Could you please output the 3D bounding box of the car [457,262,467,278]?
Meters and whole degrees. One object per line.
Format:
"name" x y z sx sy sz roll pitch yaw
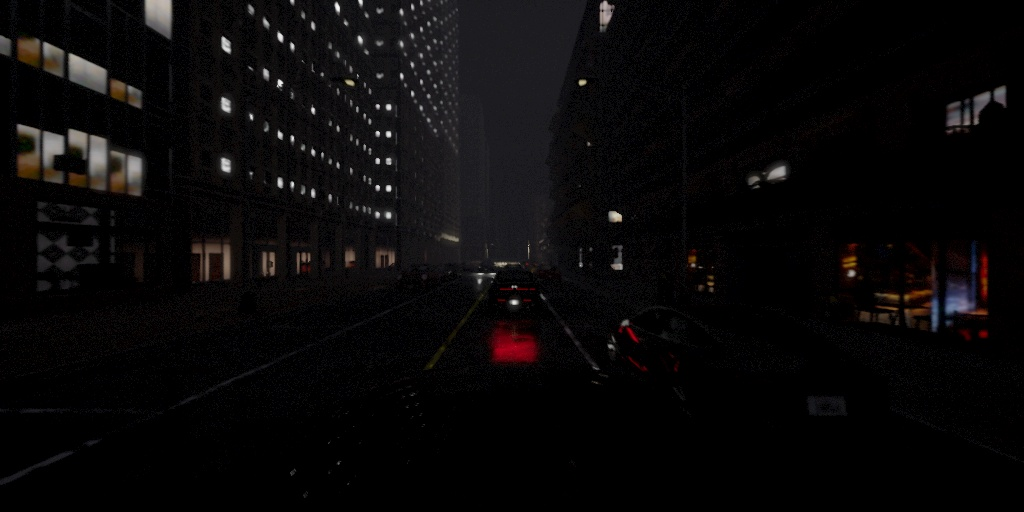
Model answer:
"car" -5.684 1.333 33.389 1.948 1.339 4.313 0 0 0

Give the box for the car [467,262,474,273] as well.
"car" -5.681 1.357 44.686 1.802 1.307 4.207 0 0 0

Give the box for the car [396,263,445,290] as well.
"car" -5.686 1.200 22.092 1.967 1.591 4.097 0 0 0

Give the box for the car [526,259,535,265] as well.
"car" 2.698 1.296 39.205 1.751 1.417 4.829 0 0 0

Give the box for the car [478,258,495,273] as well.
"car" -3.079 1.300 44.202 1.812 1.442 4.674 0 0 0

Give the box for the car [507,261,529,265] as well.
"car" 0.094 1.328 29.432 1.994 1.385 4.181 0 0 0

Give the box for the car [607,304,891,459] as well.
"car" 2.692 1.317 5.144 1.948 1.339 4.313 0 0 0

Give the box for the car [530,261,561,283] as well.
"car" 2.695 1.308 27.738 1.888 1.381 4.507 0 0 0

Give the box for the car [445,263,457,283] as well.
"car" -5.684 1.345 27.740 1.802 1.307 4.207 0 0 0

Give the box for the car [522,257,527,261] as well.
"car" 3.011 1.244 57.736 1.801 1.575 5.366 0 0 0

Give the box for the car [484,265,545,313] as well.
"car" 0.089 1.261 14.071 1.837 1.490 4.892 0 0 0
